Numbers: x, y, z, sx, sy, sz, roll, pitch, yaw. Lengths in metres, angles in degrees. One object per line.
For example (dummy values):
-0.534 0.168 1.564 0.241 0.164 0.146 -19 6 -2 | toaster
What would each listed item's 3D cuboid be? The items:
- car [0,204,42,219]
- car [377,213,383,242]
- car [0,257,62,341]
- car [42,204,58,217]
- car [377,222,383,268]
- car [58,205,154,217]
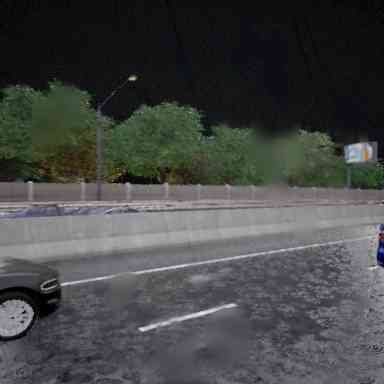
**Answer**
-10.207 1.547 22.431 5.357 1.411 2.033 0 0 -35 | car
10.984 1.630 15.873 4.718 1.301 1.895 0 0 -35 | car
-4.540 1.481 4.806 5.008 1.535 1.882 0 0 -35 | car
-6.216 1.548 20.950 5.357 1.411 2.033 0 0 -35 | car
7.099 1.226 8.805 5.566 2.045 2.150 0 0 -35 | car
-4.308 1.492 18.015 4.902 1.511 2.128 0 0 -35 | car
